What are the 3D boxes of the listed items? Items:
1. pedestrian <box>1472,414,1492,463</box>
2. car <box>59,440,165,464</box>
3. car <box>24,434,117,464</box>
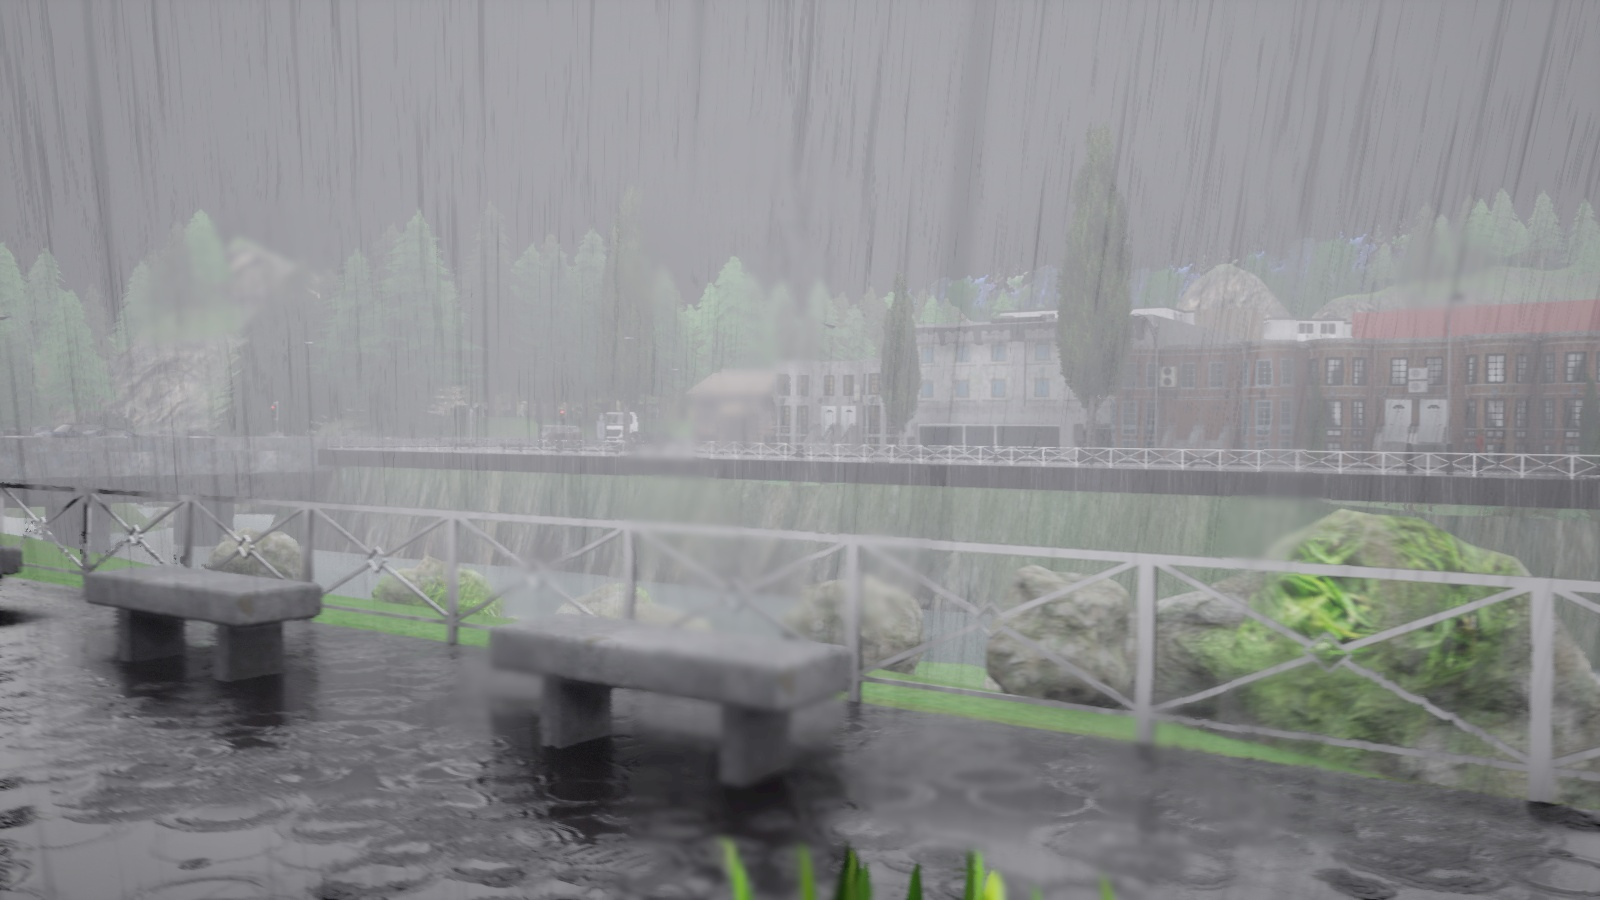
[{"bbox_3d":[25.437,-0.430,46.814,0.636,1.846,0.331,0,1,32],"label":"pedestrian"},{"bbox_3d":[-42.228,0.108,77.231,2.033,1.411,5.357,0,1,34],"label":"car"},{"bbox_3d":[-45.851,-0.073,79.006,2.097,1.767,4.553,0,1,34],"label":"car"}]
